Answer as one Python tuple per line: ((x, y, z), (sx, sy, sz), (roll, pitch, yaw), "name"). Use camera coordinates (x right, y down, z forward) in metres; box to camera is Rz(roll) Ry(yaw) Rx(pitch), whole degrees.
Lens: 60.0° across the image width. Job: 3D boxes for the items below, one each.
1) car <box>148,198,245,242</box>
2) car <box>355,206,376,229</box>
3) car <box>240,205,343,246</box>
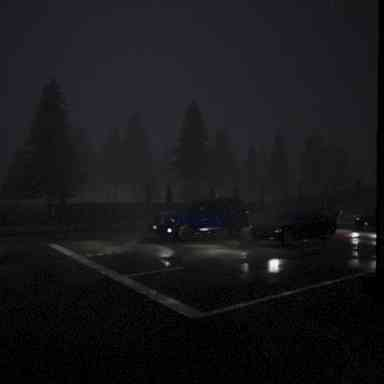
((0.516, 1.319, 17.245), (5.566, 2.045, 2.150), (1, 0, -35), "car")
((12.409, 1.577, 21.400), (4.674, 1.442, 1.812), (-2, 1, -35), "car")
((4.955, 1.598, 16.095), (5.008, 1.535, 1.882), (1, 0, -35), "car")
